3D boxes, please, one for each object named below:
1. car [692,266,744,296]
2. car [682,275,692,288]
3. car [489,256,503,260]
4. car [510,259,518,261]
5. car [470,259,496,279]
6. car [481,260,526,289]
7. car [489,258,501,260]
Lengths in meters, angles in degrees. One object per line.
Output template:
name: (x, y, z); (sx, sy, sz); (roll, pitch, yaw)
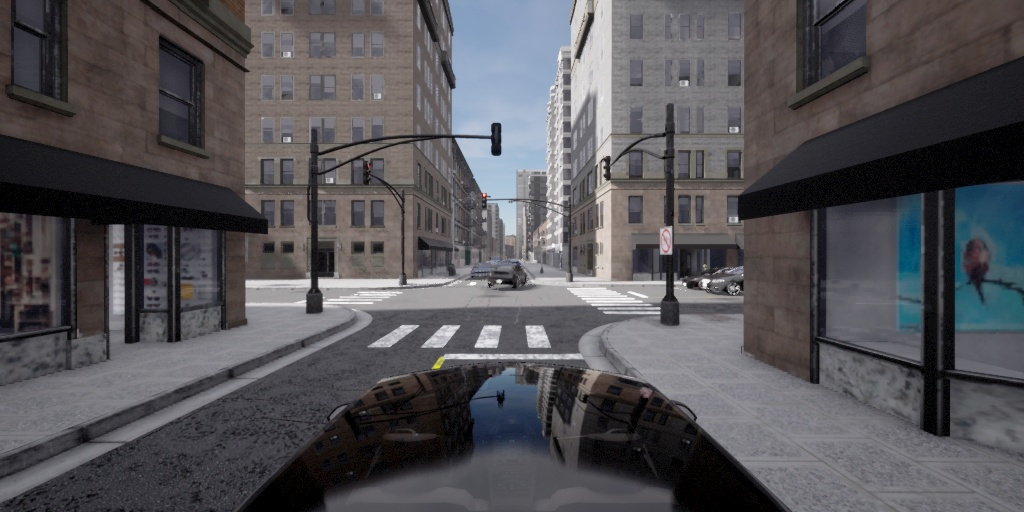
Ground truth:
car: (12.546, 1.247, 18.775); (4.902, 1.511, 2.128); (0, 0, 0)
car: (12.448, 1.313, 21.314); (4.313, 1.339, 1.948); (0, 0, 0)
car: (-2.614, 1.005, 54.917); (2.150, 2.045, 5.566); (0, 0, 1)
car: (0.351, 1.273, 61.916); (1.882, 1.535, 5.008); (0, 0, 0)
car: (-2.718, 1.305, 33.471); (2.033, 1.411, 5.357); (0, 0, 0)
car: (-0.265, 1.257, 23.593); (1.837, 1.490, 4.892); (3, 0, 12)
car: (-2.673, 1.293, 43.759); (1.812, 1.442, 4.674); (0, 0, 0)
